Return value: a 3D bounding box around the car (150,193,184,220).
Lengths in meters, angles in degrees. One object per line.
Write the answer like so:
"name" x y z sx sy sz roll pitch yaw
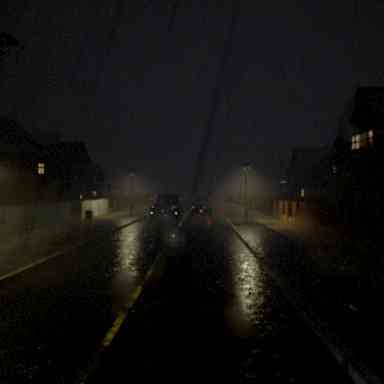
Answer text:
"car" -2.024 1.125 27.408 2.150 2.045 5.566 0 0 2

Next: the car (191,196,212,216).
"car" 0.882 1.427 30.734 1.812 1.442 4.674 0 0 3

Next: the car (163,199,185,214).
"car" -1.825 1.446 34.650 1.994 1.385 4.181 0 0 2

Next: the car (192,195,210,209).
"car" 1.161 1.232 42.834 2.097 1.767 4.553 0 0 2
